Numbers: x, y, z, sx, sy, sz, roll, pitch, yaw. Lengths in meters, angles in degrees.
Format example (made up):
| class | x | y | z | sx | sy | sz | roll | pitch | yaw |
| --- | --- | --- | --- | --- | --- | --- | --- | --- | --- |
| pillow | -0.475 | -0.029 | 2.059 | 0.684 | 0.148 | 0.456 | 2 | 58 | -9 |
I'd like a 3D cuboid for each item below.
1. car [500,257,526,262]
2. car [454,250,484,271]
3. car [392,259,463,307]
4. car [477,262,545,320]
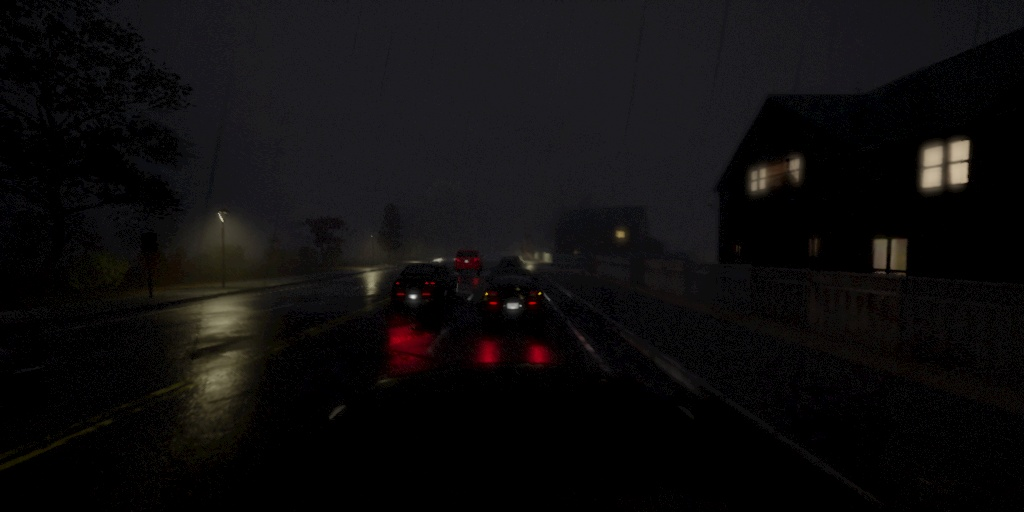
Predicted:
| class | x | y | z | sx | sy | sz | roll | pitch | yaw |
| --- | --- | --- | --- | --- | --- | --- | --- | --- | --- |
| car | 0.009 | 0.773 | 29.821 | 1.837 | 1.490 | 4.892 | 0 | 1 | 5 |
| car | -3.675 | 0.471 | 31.014 | 2.150 | 2.045 | 5.566 | 0 | 1 | -2 |
| car | -3.274 | 1.044 | 14.209 | 1.837 | 1.490 | 4.892 | 0 | 1 | -1 |
| car | 0.009 | 1.105 | 11.729 | 1.812 | 1.442 | 4.674 | 0 | 1 | -1 |
